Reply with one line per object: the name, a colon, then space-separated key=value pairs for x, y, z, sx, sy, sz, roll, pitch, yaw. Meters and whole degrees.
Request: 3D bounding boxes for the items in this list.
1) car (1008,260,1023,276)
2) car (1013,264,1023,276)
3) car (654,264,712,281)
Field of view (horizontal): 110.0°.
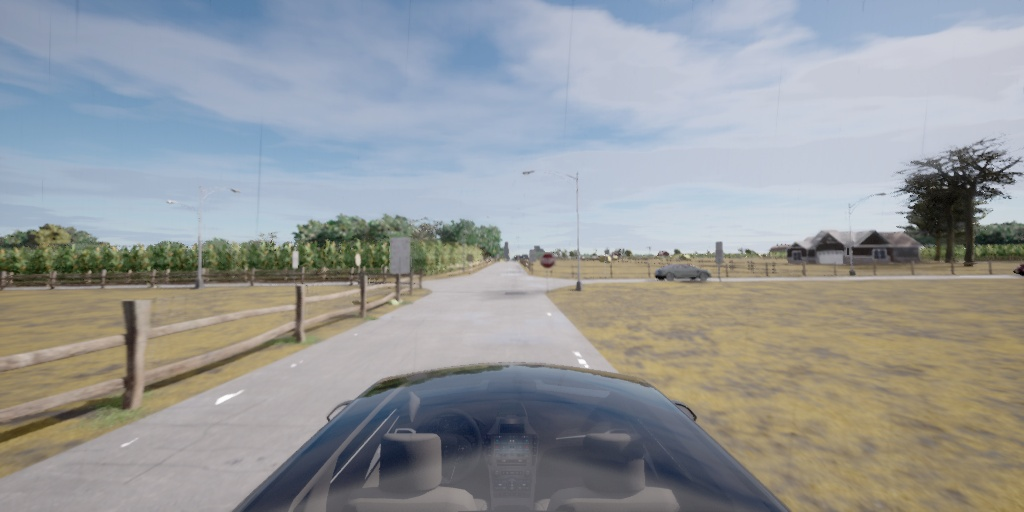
car: x=47.867 y=1.049 z=32.076 sx=4.181 sy=1.385 sz=1.994 roll=-1 pitch=-2 yaw=0
car: x=44.248 y=0.956 z=29.277 sx=4.674 sy=1.442 sz=1.812 roll=-1 pitch=-2 yaw=0
car: x=13.876 y=1.314 z=29.269 sx=4.181 sy=1.385 sz=1.994 roll=-1 pitch=-2 yaw=0
